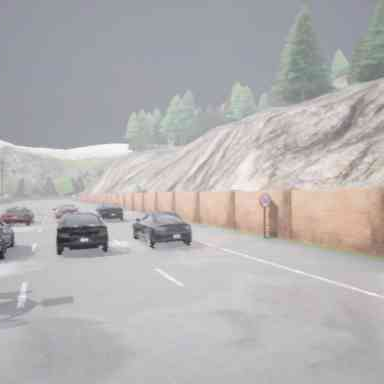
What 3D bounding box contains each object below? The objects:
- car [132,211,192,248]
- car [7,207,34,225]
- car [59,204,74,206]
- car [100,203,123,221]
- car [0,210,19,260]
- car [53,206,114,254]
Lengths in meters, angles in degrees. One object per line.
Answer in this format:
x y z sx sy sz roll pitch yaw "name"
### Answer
-1.494 1.612 15.355 1.812 1.442 4.674 0 0 -23 "car"
-13.520 1.819 25.907 1.994 1.385 4.181 0 0 -22 "car"
-10.427 1.758 27.588 1.812 1.442 4.674 0 0 -22 "car"
-7.321 1.687 29.243 1.882 1.535 5.008 0 0 -22 "car"
-7.910 1.661 12.558 1.812 1.442 4.674 0 0 -23 "car"
-4.834 1.591 14.272 1.882 1.535 5.008 0 0 -23 "car"
